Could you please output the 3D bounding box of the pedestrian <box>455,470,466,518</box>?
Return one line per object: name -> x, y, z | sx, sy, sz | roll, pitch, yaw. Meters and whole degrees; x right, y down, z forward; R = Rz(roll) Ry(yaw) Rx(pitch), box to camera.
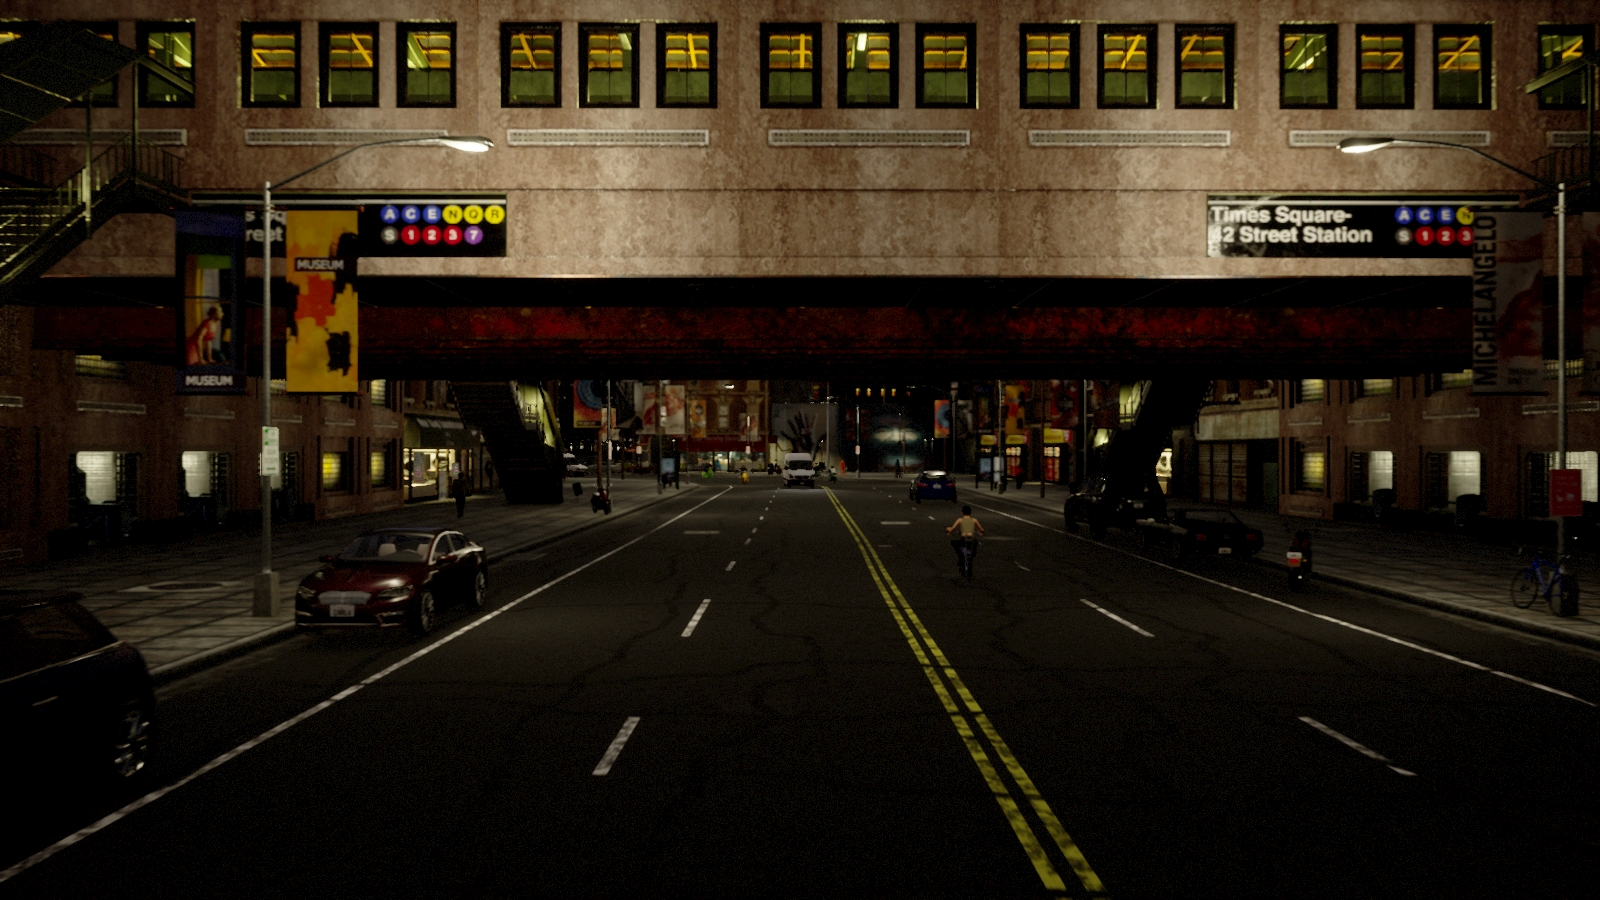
pedestrian -> -13.045, 1.690, 43.939 | 0.375, 1.860, 0.375 | 0, 0, -10
